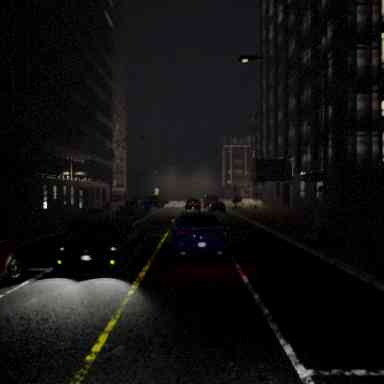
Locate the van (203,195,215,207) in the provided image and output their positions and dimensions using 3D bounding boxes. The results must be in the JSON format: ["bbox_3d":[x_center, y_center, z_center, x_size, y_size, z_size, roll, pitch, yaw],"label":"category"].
[{"bbox_3d":[2.598,1.392,51.301,1.690,1.788,3.998,0,0,0],"label":"van"}]

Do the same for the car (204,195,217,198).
[{"bbox_3d":[2.594,1.360,45.742,2.192,1.841,5.009,0,0,0],"label":"car"}]

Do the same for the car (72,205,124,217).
[{"bbox_3d":[-5.305,1.567,17.953,2.008,1.369,4.403,0,0,0],"label":"car"}]

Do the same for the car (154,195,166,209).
[{"bbox_3d":[-5.286,1.360,45.747,2.192,1.841,5.009,0,0,0],"label":"car"}]

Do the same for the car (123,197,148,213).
[{"bbox_3d":[-5.297,1.467,29.071,1.967,1.590,4.097,0,0,0],"label":"car"}]

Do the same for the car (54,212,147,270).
[{"bbox_3d":[-2.844,1.574,10.884,1.994,1.385,4.181,0,0,0],"label":"car"}]

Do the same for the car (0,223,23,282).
[{"bbox_3d":[-5.313,1.446,6.836,1.967,1.590,4.097,0,0,0],"label":"car"}]

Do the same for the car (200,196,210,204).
[{"bbox_3d":[2.610,1.595,68.146,1.752,1.417,4.829,0,0,0],"label":"car"}]

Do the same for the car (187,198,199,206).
[{"bbox_3d":[0.139,1.658,57.141,1.895,1.301,4.718,0,0,0],"label":"car"}]

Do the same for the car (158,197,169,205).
[{"bbox_3d":[-5.275,1.645,62.423,1.802,1.307,4.206,0,0,0],"label":"car"}]

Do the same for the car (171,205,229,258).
[{"bbox_3d":[0.207,1.489,12.836,1.882,1.535,5.008,0,0,-2],"label":"car"}]

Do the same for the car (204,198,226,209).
[{"bbox_3d":[2.587,1.584,34.624,2.008,1.369,4.403,0,0,0],"label":"car"}]

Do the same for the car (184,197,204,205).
[{"bbox_3d":[0.127,1.543,39.737,1.837,1.490,4.892,0,0,0],"label":"car"}]

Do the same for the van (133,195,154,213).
[{"bbox_3d":[-5.294,1.374,34.629,1.690,1.788,3.998,0,0,0],"label":"van"}]

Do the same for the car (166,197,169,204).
[{"bbox_3d":[-5.282,1.366,51.306,2.192,1.841,5.009,0,0,0],"label":"car"}]
